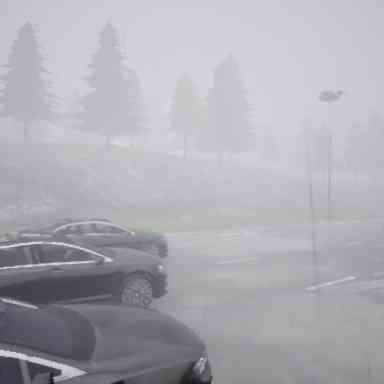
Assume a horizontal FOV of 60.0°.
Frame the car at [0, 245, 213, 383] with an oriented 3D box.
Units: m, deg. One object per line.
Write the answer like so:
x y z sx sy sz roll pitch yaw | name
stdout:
-2.034 1.486 2.298 4.902 1.511 2.128 1 -1 -36 | car

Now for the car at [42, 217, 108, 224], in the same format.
-3.026 1.537 10.188 4.902 1.511 2.128 1 -1 -35 | car

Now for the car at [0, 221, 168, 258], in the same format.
-2.741 1.509 6.092 4.902 1.511 2.128 1 0 -35 | car
